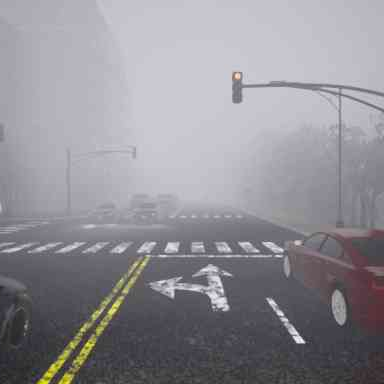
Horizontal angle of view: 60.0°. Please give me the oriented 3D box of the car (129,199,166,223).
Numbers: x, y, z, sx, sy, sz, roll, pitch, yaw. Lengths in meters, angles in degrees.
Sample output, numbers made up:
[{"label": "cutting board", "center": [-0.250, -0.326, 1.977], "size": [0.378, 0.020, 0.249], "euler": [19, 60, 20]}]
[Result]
[{"label": "car", "center": [-3.359, 1.538, 25.618], "size": [1.837, 1.490, 4.892], "euler": [0, 0, 0]}]

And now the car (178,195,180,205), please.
[{"label": "car", "center": [-3.336, 1.236, 59.665], "size": [2.150, 2.045, 5.566], "euler": [0, 0, 0]}]

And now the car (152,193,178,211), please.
[{"label": "car", "center": [-3.354, 1.228, 41.933], "size": [2.150, 2.045, 5.566], "euler": [0, 0, 0]}]

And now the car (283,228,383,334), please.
[{"label": "car", "center": [3.349, 1.477, 6.908], "size": [1.882, 1.535, 5.008], "euler": [0, 0, 0]}]

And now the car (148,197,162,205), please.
[{"label": "car", "center": [-6.580, 1.618, 59.118], "size": [1.895, 1.301, 4.718], "euler": [0, 0, 0]}]

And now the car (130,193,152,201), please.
[{"label": "car", "center": [-6.606, 1.225, 42.739], "size": [2.150, 2.045, 5.566], "euler": [0, 0, 0]}]

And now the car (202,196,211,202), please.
[{"label": "car", "center": [3.245, 1.553, 74.446], "size": [1.812, 1.442, 4.674], "euler": [0, 0, 0]}]

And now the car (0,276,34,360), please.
[{"label": "car", "center": [-3.352, 1.564, 3.271], "size": [1.994, 1.385, 4.181], "euler": [0, 0, 0]}]

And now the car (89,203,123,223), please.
[{"label": "car", "center": [-6.613, 1.576, 26.065], "size": [1.812, 1.442, 4.674], "euler": [-1, 0, 0]}]
